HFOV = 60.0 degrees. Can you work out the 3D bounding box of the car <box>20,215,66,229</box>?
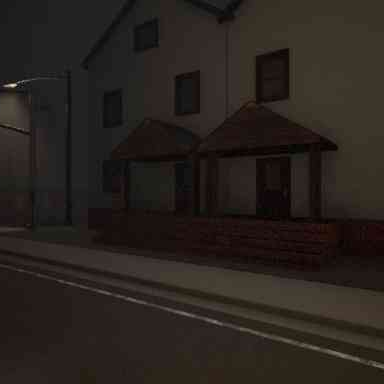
[{"bbox_3d":[-13.867,2.932,31.953,1.837,1.490,4.892,0,-9,36],"label":"car"}]
